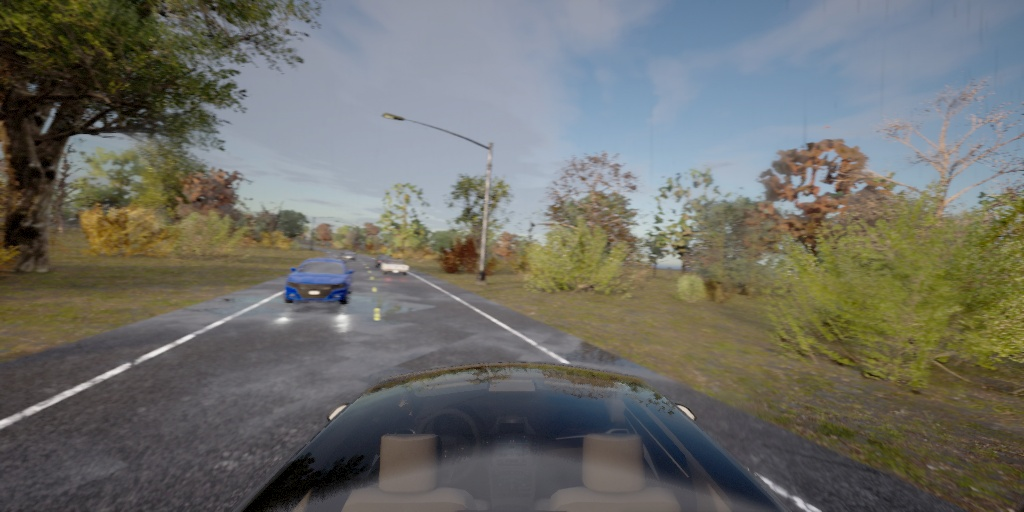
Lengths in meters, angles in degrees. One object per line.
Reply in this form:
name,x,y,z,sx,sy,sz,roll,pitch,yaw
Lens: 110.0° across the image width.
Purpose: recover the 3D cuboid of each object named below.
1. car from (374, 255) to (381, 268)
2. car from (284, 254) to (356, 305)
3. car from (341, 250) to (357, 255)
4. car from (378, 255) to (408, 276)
car,-14.478,0.605,40.626,2.033,1.411,5.357,4,0,-24
car,-7.112,0.835,13.607,1.882,1.535,5.008,4,0,-22
car,-23.353,-0.003,51.338,2.128,1.511,4.902,4,0,-25
car,-10.011,0.893,30.403,1.895,1.301,4.718,4,-1,-23
